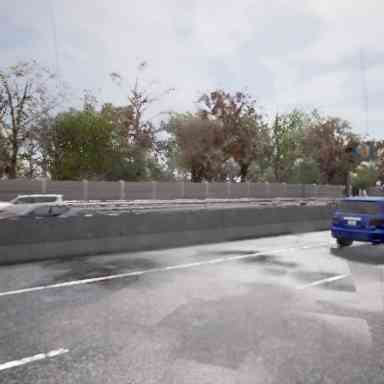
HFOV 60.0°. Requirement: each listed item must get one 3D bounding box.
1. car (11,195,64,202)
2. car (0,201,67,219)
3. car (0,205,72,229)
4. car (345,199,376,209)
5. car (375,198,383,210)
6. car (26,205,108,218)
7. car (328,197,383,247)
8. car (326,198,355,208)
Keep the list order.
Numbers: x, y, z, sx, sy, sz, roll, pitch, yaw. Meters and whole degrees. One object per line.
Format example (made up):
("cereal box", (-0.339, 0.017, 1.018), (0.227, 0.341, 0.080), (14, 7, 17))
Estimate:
("car", (-12.404, 1.224, 25.210), (5.566, 2.045, 2.150), (0, 0, -36))
("car", (-8.667, 1.480, 19.304), (5.008, 1.535, 1.882), (0, 0, -35))
("car", (-10.704, 1.603, 22.151), (4.718, 1.301, 1.895), (0, 0, -35))
("car", (23.705, 1.632, 46.641), (4.718, 1.301, 1.895), (0, 0, -35))
("car", (26.674, 1.539, 44.455), (4.892, 1.490, 1.837), (1, 0, -35))
("car", (-5.866, 1.566, 17.004), (4.181, 1.385, 1.994), (0, 0, -35))
("car", (8.070, 1.227, 13.796), (5.566, 2.045, 2.150), (0, 0, -35))
("car", (22.311, 1.596, 49.936), (4.181, 1.385, 1.994), (0, 0, -35))
